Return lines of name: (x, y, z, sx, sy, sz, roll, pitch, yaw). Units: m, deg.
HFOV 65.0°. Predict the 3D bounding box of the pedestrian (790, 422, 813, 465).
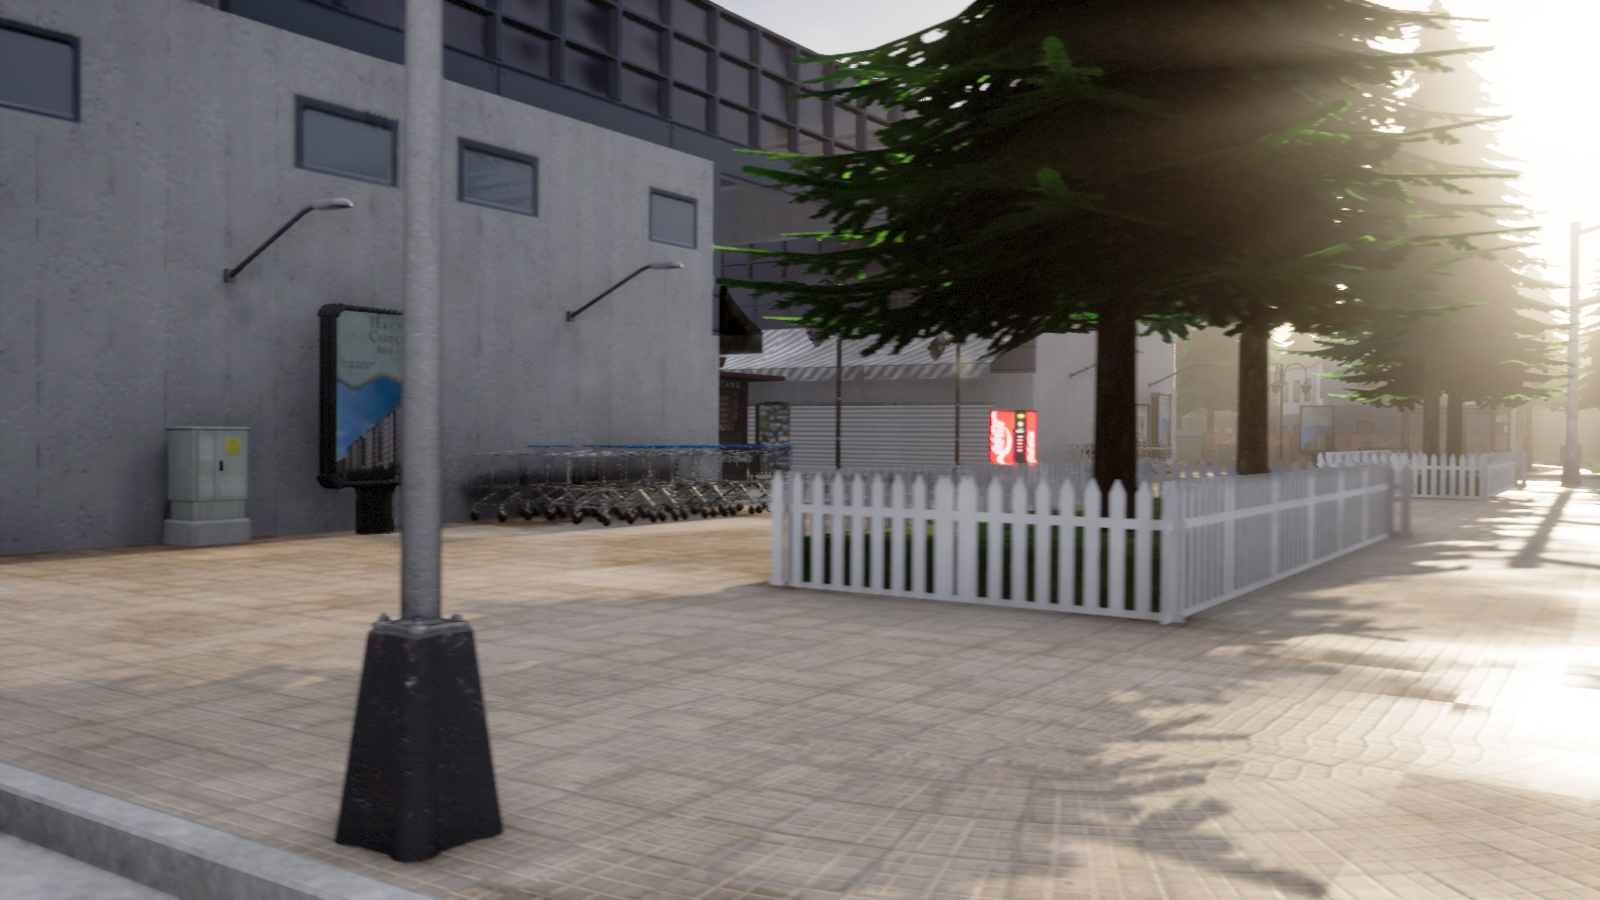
pedestrian: (0.061, -0.296, 56.745, 0.849, 1.883, 0.563, 0, 1, 41)
